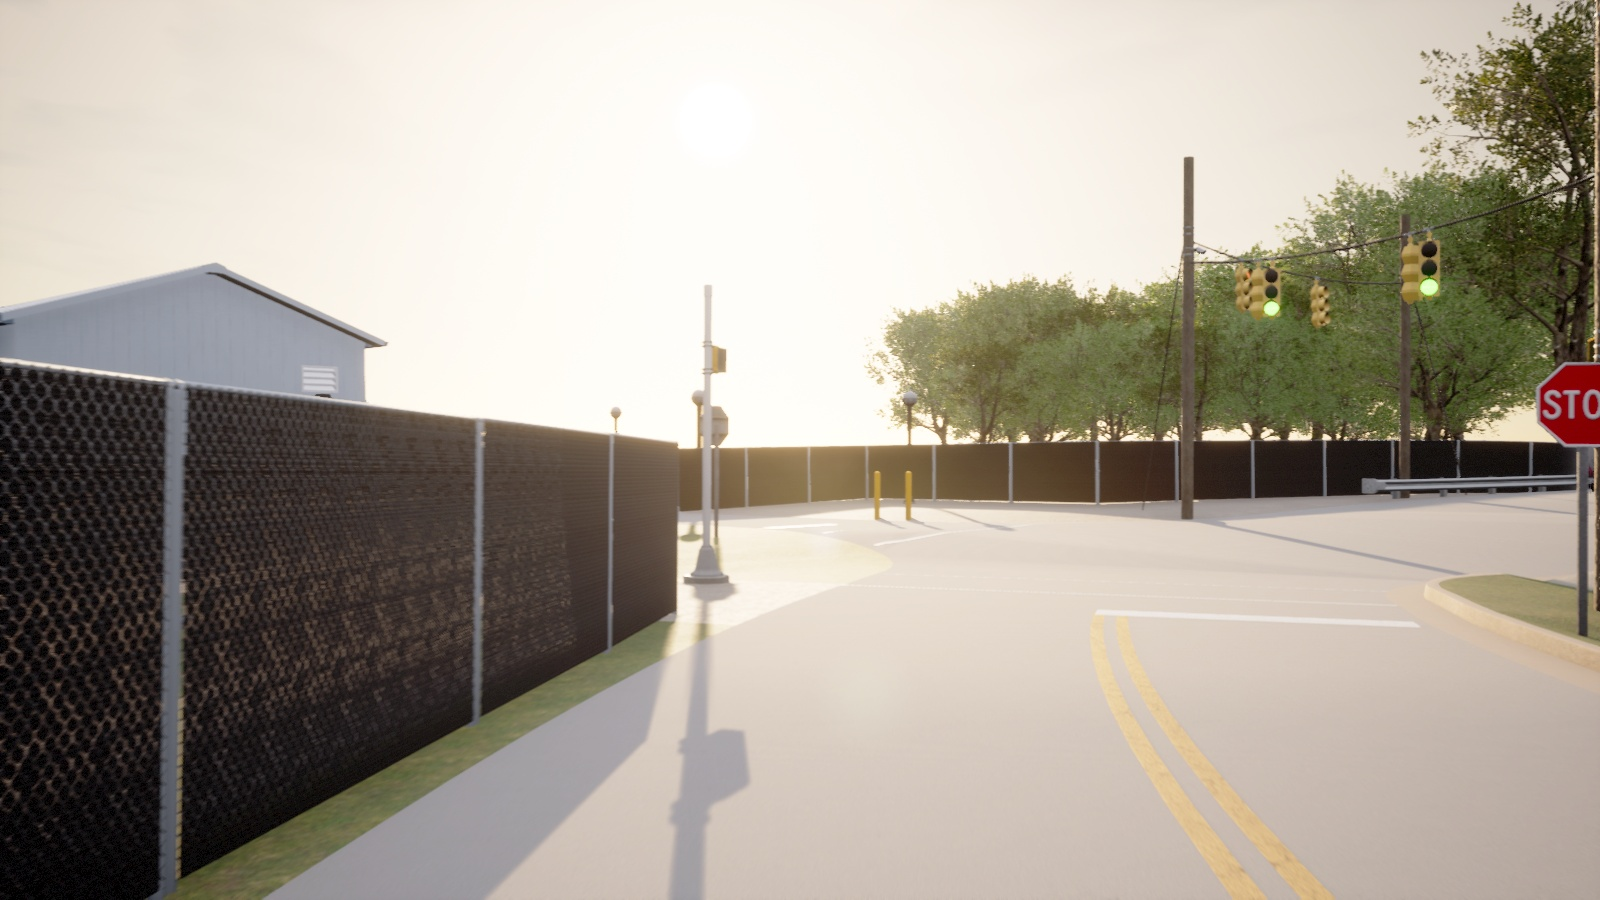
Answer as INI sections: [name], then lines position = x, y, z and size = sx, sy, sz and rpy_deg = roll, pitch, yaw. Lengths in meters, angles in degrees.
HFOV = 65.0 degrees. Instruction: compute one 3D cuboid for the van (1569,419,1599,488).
[van]
position = 25.215, 0.036, 37.122
size = 4.442, 1.987, 1.775
rpy_deg = -2, 0, -19
